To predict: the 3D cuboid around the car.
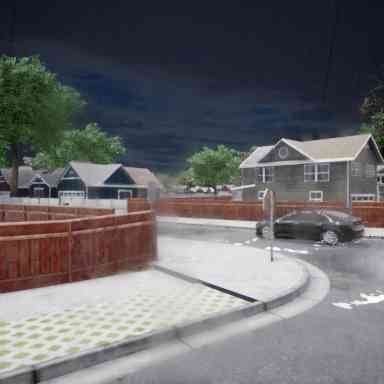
[{"bbox_3d":[5.232,1.542,15.342,4.892,1.490,1.837,-1,3,41],"label":"car"}]
